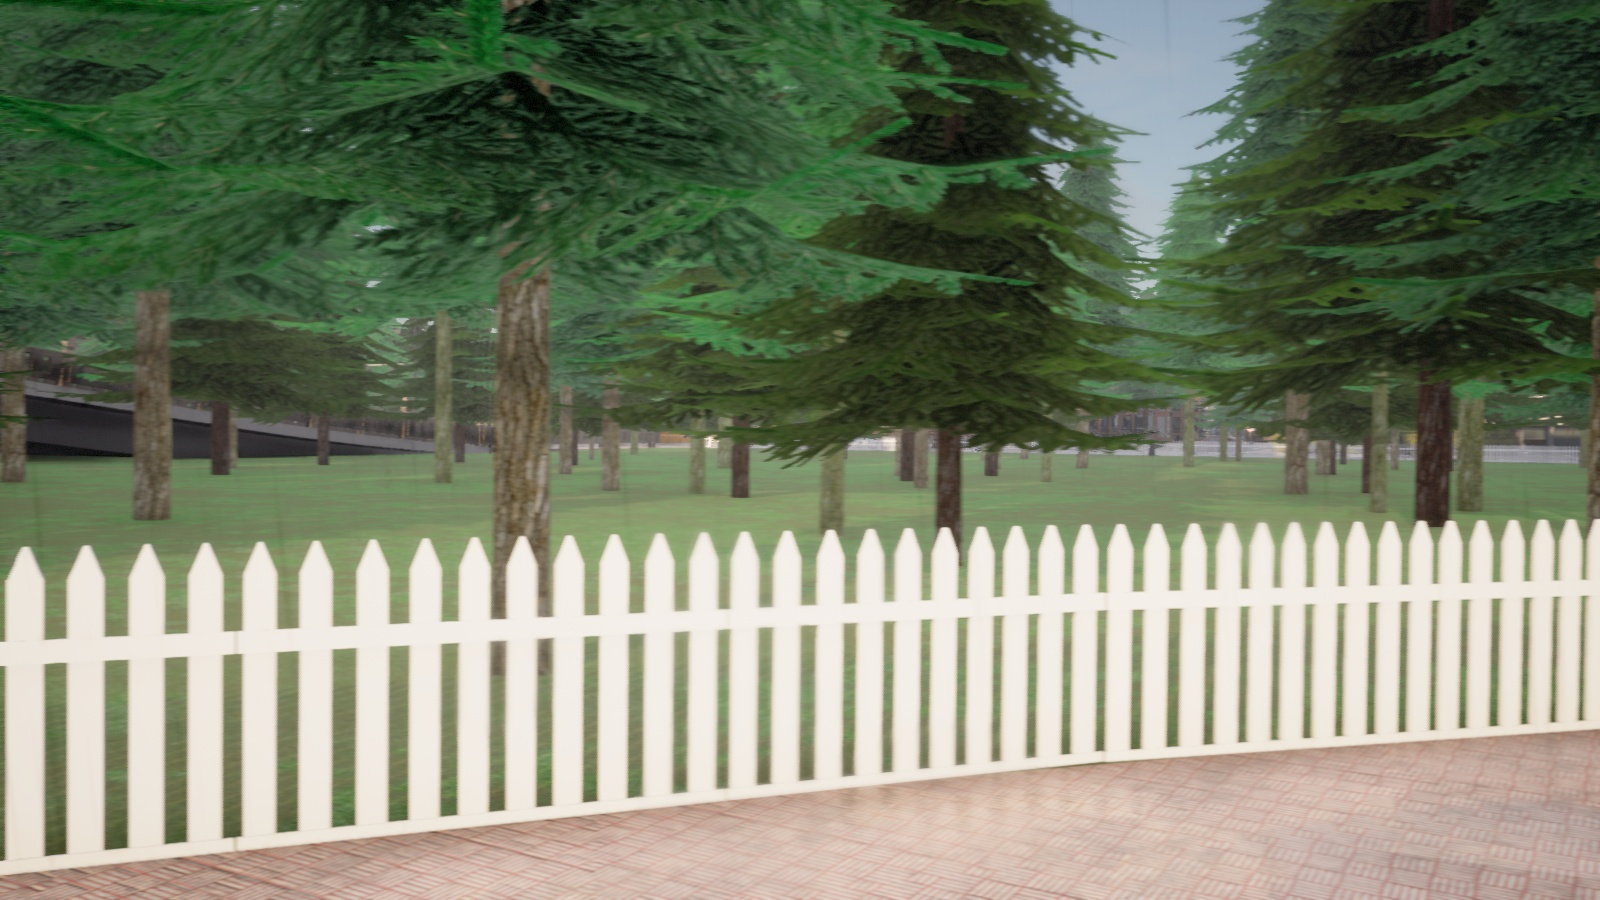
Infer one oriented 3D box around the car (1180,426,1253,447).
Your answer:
[{"bbox_3d":[29.282,-0.932,88.370,4.674,1.442,1.812,0,1,25],"label":"car"}]
